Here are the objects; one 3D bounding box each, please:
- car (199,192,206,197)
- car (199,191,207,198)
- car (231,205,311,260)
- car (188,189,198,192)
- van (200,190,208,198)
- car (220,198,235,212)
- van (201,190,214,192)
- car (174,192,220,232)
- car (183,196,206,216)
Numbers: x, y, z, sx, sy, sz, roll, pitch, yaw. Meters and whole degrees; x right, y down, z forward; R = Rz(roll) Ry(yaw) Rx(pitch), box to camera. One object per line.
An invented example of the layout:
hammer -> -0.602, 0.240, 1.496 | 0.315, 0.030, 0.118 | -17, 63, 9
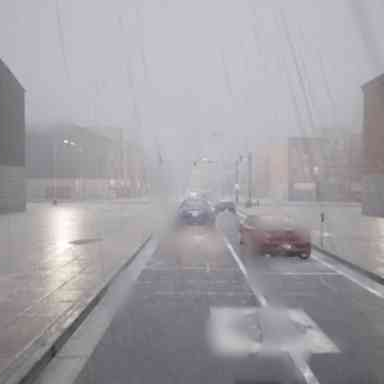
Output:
car -> 2.973, 0.673, 92.427 | 1.887, 1.381, 4.507 | -1, 0, 0
car -> 2.951, 0.588, 87.136 | 1.967, 1.590, 4.097 | -1, 0, 0
car -> 2.672, 1.372, 11.564 | 1.887, 1.381, 4.507 | -1, 1, 0
car -> 0.321, 0.343, 83.708 | 2.150, 2.045, 5.566 | 0, 0, 0
van -> 2.929, 0.513, 81.846 | 1.690, 1.788, 3.998 | -1, 0, 0
car -> 2.735, 1.162, 28.439 | 2.008, 1.369, 4.403 | -1, 1, 0
van -> 2.831, 0.685, 55.394 | 1.690, 1.788, 3.998 | -1, 0, 0
car -> 0.169, 1.086, 18.372 | 2.097, 1.767, 4.553 | 0, 1, 0
car -> 0.237, 1.139, 28.193 | 1.812, 1.442, 4.674 | 0, 1, 1
